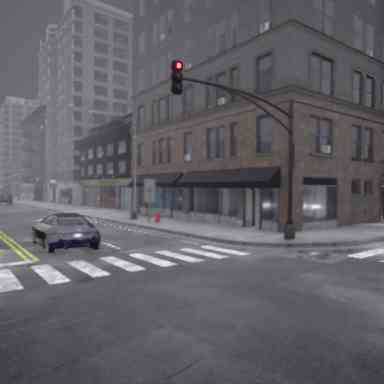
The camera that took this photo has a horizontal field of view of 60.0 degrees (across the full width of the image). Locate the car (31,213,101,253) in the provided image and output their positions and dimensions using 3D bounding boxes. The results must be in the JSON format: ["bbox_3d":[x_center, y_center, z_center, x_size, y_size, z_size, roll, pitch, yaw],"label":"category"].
[{"bbox_3d":[-5.325,1.560,13.842,1.994,1.385,4.181,0,0,-35],"label":"car"}]

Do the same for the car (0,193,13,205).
[{"bbox_3d":[-30.810,1.094,54.534,2.150,2.045,5.566,0,0,-36],"label":"car"}]
